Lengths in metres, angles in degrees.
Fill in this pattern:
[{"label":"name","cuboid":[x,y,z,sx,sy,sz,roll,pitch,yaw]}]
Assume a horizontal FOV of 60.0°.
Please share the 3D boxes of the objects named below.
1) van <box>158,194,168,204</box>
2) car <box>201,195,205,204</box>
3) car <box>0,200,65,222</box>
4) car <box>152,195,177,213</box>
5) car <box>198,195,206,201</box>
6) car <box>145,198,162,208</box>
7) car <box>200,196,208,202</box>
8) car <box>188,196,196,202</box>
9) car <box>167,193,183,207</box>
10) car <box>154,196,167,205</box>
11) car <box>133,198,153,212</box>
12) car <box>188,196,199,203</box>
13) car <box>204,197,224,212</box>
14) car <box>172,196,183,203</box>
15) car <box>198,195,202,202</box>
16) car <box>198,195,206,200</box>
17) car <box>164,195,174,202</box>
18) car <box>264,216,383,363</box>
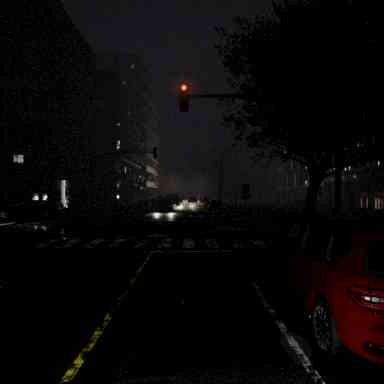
[{"label":"van","cuboid":[-5.678,1.384,65.905,1.690,1.788,3.998,0,0,0]},{"label":"car","cuboid":[2.699,1.548,49.475,1.752,1.417,4.829,0,0,0]},{"label":"car","cuboid":[-12.092,1.358,24.775,4.902,1.511,2.128,1,0,-7]},{"label":"car","cuboid":[-3.090,1.490,38.252,1.882,1.535,5.008,0,0,0]},{"label":"car","cuboid":[2.705,1.621,88.034,1.887,1.381,4.507,0,0,0]},{"label":"car","cuboid":[-5.681,1.573,49.307,2.008,1.369,4.403,0,0,0]},{"label":"car","cuboid":[2.704,1.584,77.139,1.752,1.417,4.829,0,0,0]},{"label":"car","cuboid":[0.015,1.657,79.320,1.895,1.301,4.718,0,0,0]},{"label":"car","cuboid":[-3.074,1.243,53.164,2.150,2.045,5.566,0,1,0]},{"label":"car","cuboid":[-5.679,1.476,60.372,1.967,1.590,4.097,0,0,0]},{"label":"car","cuboid":[-5.682,1.563,38.241,2.008,1.369,4.403,0,0,0]},{"label":"car","cuboid":[0.115,1.612,69.419,1.994,1.385,4.181,0,0,0]},{"label":"car","cuboid":[2.698,1.557,38.240,1.887,1.381,4.507,0,0,0]},{"label":"car","cuboid":[-2.988,1.608,69.270,1.994,1.385,4.181,0,0,0]},{"label":"car","cuboid":[2.702,1.625,65.903,1.802,1.307,4.206,0,0,0]},{"label":"car","cuboid":[2.706,1.638,93.567,2.008,1.369,4.403,0,0,0]},{"label":"car","cuboid":[-5.676,1.507,82.503,1.967,1.590,4.097,0,0,0]},{"label":"car","cuboid":[2.694,1.315,5.852,2.192,1.841,5.009,0,0,0]}]
